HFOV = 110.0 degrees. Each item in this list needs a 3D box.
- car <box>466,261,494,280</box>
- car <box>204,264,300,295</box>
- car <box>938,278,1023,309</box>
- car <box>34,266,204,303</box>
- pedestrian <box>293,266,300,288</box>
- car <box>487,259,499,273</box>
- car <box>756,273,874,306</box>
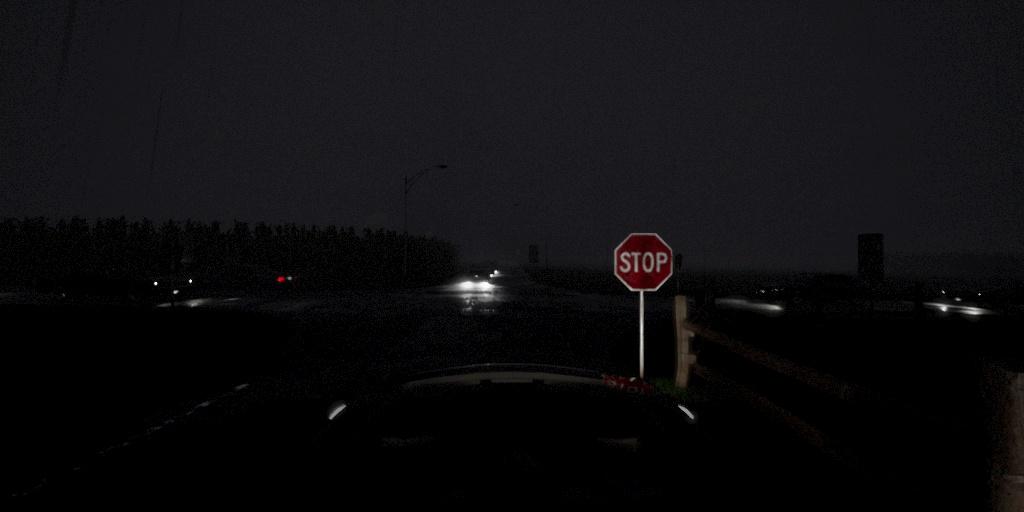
[{"bbox_3d":[-2.914,1.355,31.722,1.895,1.301,4.718,0,0,0],"label":"car"},{"bbox_3d":[-13.476,1.100,17.548,5.357,1.411,2.033,1,-1,-3],"label":"car"},{"bbox_3d":[24.403,1.776,17.498,5.357,1.411,2.033,1,-1,0],"label":"car"},{"bbox_3d":[-15.578,1.087,14.300,4.718,1.301,1.895,1,-1,1],"label":"car"},{"bbox_3d":[-12.213,1.168,20.330,0.375,1.300,0.375,0,-2,0],"label":"pedestrian"},{"bbox_3d":[-2.937,1.303,41.573,2.033,1.411,5.357,0,0,0],"label":"car"},{"bbox_3d":[14.624,1.557,17.444,4.892,1.490,1.837,1,-1,0],"label":"car"}]
